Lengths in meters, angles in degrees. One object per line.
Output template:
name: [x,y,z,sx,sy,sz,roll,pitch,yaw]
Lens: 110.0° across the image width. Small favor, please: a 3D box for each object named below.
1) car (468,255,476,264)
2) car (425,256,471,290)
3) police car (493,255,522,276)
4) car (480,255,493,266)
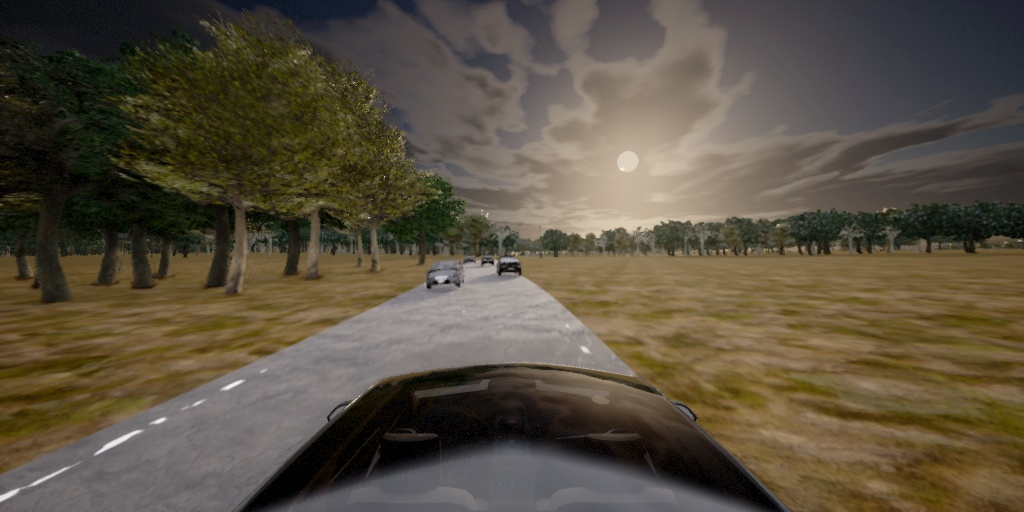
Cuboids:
car: [-7.270,0.601,62.318,2.033,1.411,5.357,-1,1,-1]
car: [-3.748,0.981,20.602,2.128,1.511,4.902,-5,1,-4]
police car: [-0.325,0.754,30.514,1.930,1.638,5.238,-1,1,-6]
car: [-3.463,0.613,51.501,1.837,1.490,4.892,-1,1,-5]
